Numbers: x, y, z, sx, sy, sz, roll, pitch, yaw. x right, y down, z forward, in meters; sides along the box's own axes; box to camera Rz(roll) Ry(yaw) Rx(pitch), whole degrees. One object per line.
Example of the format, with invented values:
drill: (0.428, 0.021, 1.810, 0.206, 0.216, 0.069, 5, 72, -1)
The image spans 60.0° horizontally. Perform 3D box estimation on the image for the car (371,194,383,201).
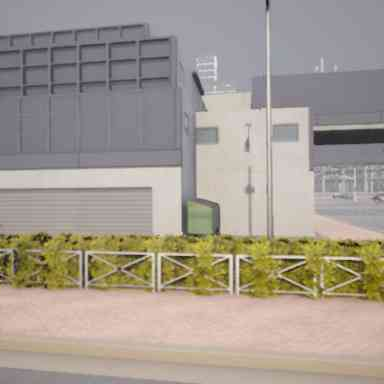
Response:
car: (46.403, 1.345, 81.766, 1.932, 1.855, 4.605, -1, 0, 8)
